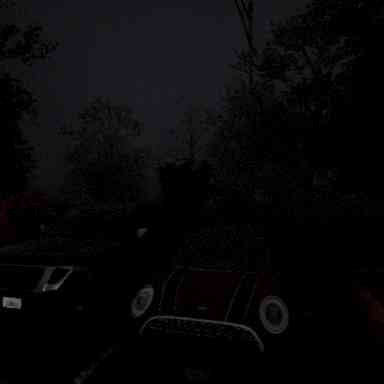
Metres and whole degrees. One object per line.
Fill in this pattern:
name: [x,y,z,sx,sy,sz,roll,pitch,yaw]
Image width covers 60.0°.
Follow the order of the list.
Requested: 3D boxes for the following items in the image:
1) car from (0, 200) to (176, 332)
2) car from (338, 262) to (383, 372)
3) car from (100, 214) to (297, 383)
car: [-1.813,1.246,7.353,2.435,2.045,5.566,1,-1,15]
car: [3.083,1.489,4.136,1.946,1.575,5.366,0,-1,15]
car: [0.628,1.371,5.702,2.185,1.767,4.553,1,-1,15]
